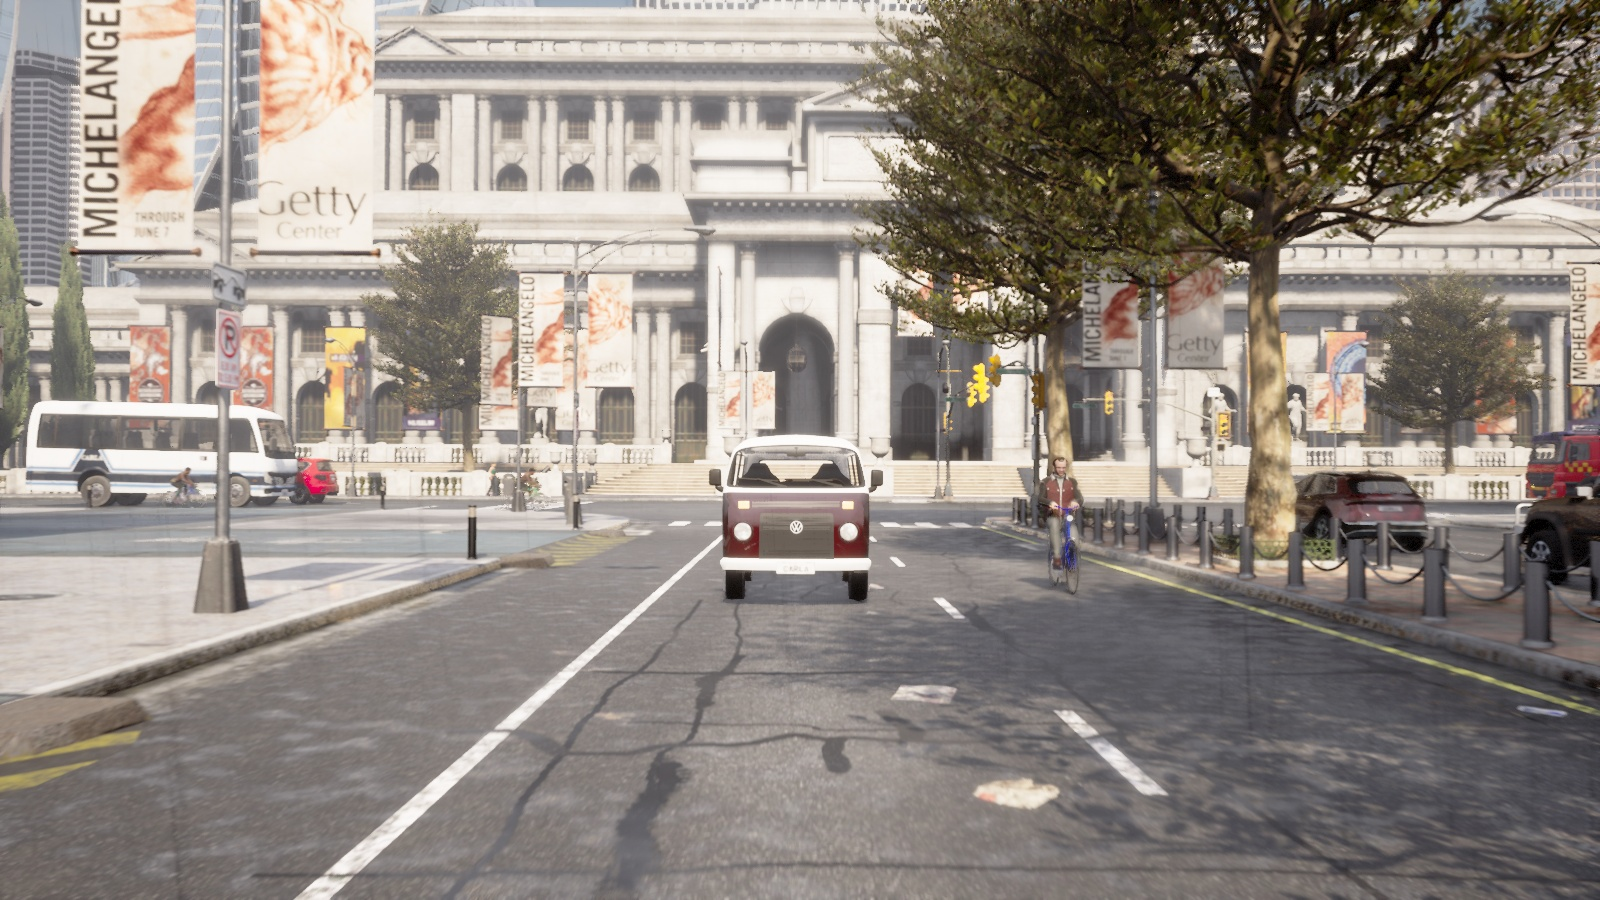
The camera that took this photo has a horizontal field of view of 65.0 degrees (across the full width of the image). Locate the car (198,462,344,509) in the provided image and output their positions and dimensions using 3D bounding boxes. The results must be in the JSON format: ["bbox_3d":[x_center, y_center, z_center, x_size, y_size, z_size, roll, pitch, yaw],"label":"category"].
[{"bbox_3d":[-23.419,1.561,55.771,5.566,2.045,2.150,0,-1,0],"label":"car"}]

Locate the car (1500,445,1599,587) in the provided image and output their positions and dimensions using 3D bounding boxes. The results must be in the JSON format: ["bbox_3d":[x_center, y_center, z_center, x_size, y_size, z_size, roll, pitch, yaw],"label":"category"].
[{"bbox_3d":[11.460,0.861,16.472,1.932,1.855,4.605,0,-1,0],"label":"car"}]

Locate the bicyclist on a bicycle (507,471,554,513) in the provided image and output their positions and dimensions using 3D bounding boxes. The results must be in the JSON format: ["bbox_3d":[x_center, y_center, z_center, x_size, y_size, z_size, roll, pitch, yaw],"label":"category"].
[{"bbox_3d":[-10.453,1.623,48.753,1.656,1.620,0.582,0,-2,0],"label":"bicyclist on a bicycle"}]

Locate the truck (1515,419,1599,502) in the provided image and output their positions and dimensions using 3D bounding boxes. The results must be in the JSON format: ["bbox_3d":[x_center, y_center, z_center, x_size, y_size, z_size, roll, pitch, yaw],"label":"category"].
[{"bbox_3d":[38.801,0.486,59.196,8.468,3.827,2.891,0,-1,0],"label":"truck"}]

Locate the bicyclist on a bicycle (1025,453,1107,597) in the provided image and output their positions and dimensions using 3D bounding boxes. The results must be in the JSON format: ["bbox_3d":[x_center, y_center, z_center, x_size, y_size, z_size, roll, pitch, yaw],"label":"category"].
[{"bbox_3d":[3.459,0.947,16.463,0.659,1.776,1.843,0,-1,0],"label":"bicyclist on a bicycle"}]

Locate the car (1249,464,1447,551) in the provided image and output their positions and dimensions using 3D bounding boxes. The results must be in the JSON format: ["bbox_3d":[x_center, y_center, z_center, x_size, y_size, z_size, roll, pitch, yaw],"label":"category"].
[{"bbox_3d":[11.386,1.144,26.535,2.033,1.649,4.856,0,-1,0],"label":"car"}]

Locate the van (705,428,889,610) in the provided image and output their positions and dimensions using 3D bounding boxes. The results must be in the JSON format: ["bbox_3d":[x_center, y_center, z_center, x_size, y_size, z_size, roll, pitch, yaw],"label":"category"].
[{"bbox_3d":[-0.043,0.813,16.414,2.069,2.038,4.480,0,-1,0],"label":"van"}]

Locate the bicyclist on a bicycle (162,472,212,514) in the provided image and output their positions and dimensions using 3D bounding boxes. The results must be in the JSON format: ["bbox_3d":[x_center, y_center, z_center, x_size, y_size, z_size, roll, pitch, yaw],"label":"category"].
[{"bbox_3d":[-23.805,1.679,48.767,1.656,1.620,0.582,0,-1,0],"label":"bicyclist on a bicycle"}]

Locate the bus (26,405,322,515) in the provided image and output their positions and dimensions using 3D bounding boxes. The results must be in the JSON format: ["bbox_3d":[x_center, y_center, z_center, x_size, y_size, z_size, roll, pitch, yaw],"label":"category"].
[{"bbox_3d":[-25.832,0.416,52.284,10.273,4.253,3.944,1,-1,0],"label":"bus"}]

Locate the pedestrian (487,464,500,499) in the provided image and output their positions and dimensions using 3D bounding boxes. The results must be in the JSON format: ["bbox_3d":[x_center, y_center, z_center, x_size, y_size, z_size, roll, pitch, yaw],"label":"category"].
[{"bbox_3d":[-16.248,1.650,66.514,0.594,1.836,0.345,0,-1,7],"label":"pedestrian"}]
